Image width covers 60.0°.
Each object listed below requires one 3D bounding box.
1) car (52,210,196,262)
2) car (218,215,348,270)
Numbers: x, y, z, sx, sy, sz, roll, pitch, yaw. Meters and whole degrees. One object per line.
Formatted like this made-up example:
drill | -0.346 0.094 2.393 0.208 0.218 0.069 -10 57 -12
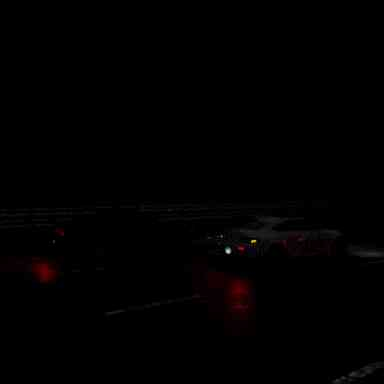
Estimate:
car | -2.211 1.389 11.711 5.008 1.535 1.882 0 1 -31
car | 3.010 1.463 10.778 4.674 1.442 1.812 0 0 -31
